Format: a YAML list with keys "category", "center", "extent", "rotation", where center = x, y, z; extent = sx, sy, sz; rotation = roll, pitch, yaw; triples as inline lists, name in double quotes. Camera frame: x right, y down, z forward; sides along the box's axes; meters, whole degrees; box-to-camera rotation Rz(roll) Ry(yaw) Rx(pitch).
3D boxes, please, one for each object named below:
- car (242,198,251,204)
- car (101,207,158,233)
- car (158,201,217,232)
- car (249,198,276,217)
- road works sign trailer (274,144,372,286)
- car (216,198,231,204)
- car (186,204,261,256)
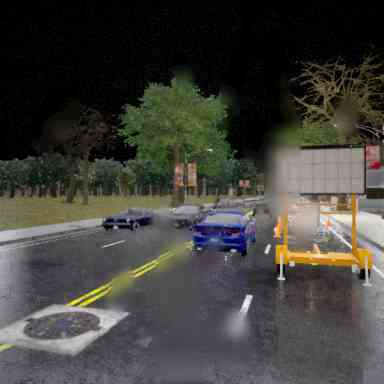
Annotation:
- category: "car"
  center: [8.596, 1.600, 49.812]
  extent: [1.812, 1.442, 4.674]
  rotation: [0, 0, 16]
- category: "car"
  center: [-3.522, 1.611, 20.132]
  extent: [1.895, 1.301, 4.718]
  rotation: [0, 0, 16]
- category: "car"
  center: [-0.110, 1.490, 20.219]
  extent: [1.882, 1.535, 5.008]
  rotation: [0, 0, 16]
- category: "car"
  center: [6.978, 1.538, 32.093]
  extent: [1.837, 1.490, 4.892]
  rotation: [0, 0, 16]
- category: "road works sign trailer"
  center: [3.650, 0.470, 9.604]
  extent: [2.380, 3.560, 2.880]
  rotation: [0, 0, 16]
- category: "car"
  center: [4.199, 1.565, 46.394]
  extent: [1.837, 1.490, 4.892]
  rotation: [0, 0, 16]
- category: "car"
  center: [1.481, 1.485, 13.399]
  extent: [1.882, 1.535, 5.008]
  rotation: [0, 0, 16]
